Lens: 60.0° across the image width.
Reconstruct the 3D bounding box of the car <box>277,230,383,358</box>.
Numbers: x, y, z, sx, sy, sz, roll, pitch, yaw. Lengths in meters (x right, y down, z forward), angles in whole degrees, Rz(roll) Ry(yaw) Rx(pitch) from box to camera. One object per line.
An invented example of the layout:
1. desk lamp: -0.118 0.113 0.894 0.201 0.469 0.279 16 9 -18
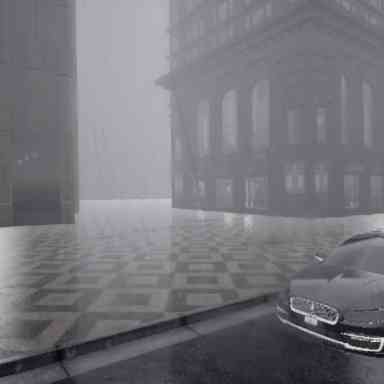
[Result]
1. car: 3.596 1.502 5.947 4.892 1.490 1.837 0 0 -36
